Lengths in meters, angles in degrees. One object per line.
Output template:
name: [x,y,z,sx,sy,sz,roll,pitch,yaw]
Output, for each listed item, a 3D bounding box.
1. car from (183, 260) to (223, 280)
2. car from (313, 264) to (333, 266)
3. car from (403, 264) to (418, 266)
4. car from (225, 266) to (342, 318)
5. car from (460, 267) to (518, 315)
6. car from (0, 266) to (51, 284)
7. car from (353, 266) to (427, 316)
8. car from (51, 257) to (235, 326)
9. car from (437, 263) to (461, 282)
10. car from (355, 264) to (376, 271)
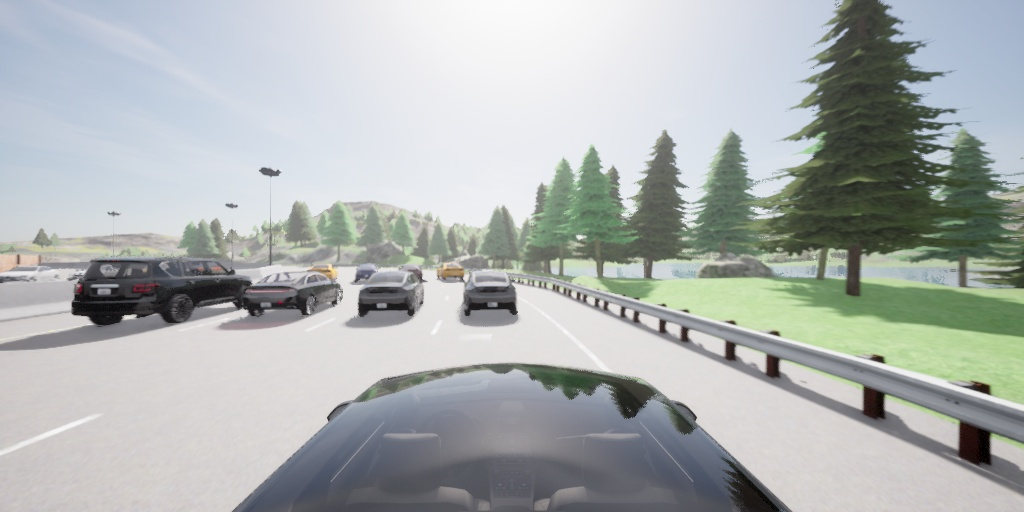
car: [-29.605,1.311,34.533,2.097,1.767,4.553,0,0,-30]
car: [-15.909,1.380,30.293,1.882,1.535,5.008,0,0,-20]
car: [-8.907,1.411,31.493,1.812,1.442,4.674,0,0,-20]
car: [-7.955,1.309,13.487,2.128,1.511,4.902,0,0,-8]
car: [-0.954,1.304,13.866,1.837,1.490,4.892,0,0,-8]
car: [-38.155,1.487,28.391,1.812,1.442,4.674,0,0,-28]
car: [-4.450,1.314,13.714,1.837,1.490,4.892,0,0,-8]
car: [-11.267,1.046,12.255,2.150,2.045,5.566,0,0,-8]
car: [-5.686,1.358,32.839,1.882,1.535,5.008,0,0,-20]
car: [-12.308,1.418,30.609,1.812,1.442,4.674,0,0,-20]
